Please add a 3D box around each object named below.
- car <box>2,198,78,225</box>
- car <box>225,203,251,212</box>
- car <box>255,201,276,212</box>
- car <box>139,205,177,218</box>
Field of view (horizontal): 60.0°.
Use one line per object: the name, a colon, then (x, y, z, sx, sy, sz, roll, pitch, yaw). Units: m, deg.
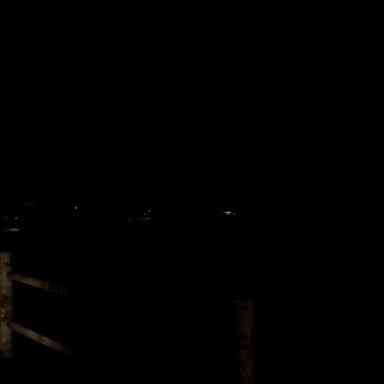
car: (-11.784, 1.507, 26.262, 2.150, 2.045, 5.566, -1, -1, 36)
car: (7.304, 2.377, 52.200, 2.033, 1.411, 5.357, -1, -1, 37)
car: (11.933, 2.222, 53.664, 2.097, 1.767, 4.553, -1, -1, 36)
car: (-3.794, 2.115, 37.168, 1.895, 1.301, 4.718, -1, -1, 36)
